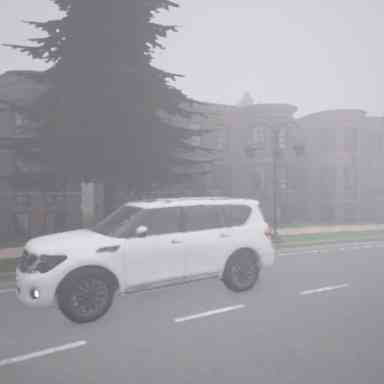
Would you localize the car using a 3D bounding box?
[{"bbox_3d":[-0.736,1.162,7.333,5.566,2.045,2.150,0,0,-30],"label":"car"}]
